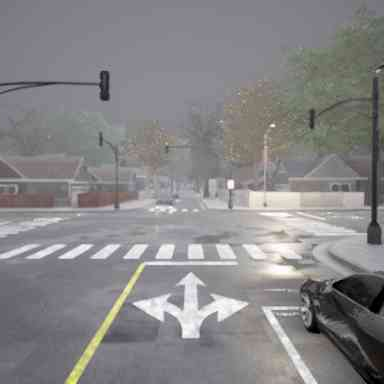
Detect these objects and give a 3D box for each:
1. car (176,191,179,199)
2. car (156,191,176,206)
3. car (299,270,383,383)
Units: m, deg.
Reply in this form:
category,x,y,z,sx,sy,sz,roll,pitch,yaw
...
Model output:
category,x,y,z,sx,sy,sz,roll,pitch,yaw
car,-3.287,0.527,60.106,1.882,1.535,5.008,0,1,0
car,-3.235,0.865,39.768,1.837,1.490,4.892,0,1,-1
car,2.625,1.503,3.693,1.947,1.339,4.313,0,1,0
